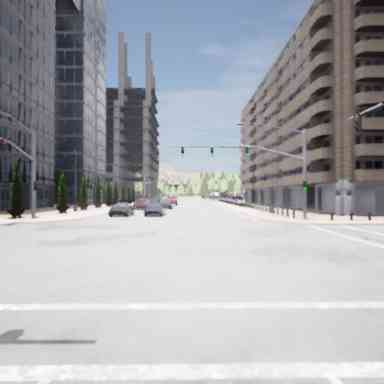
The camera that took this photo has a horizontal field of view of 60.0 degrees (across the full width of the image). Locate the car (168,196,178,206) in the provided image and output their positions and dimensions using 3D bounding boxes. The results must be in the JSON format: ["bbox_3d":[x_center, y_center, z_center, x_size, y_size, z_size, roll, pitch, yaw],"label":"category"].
[{"bbox_3d":[-3.955,1.738,66.955,2.150,2.045,5.566,0,0,0],"label":"car"}]

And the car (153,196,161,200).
[{"bbox_3d":[-7.423,2.040,63.727,2.033,1.411,5.357,0,0,0],"label":"car"}]

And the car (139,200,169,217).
[{"bbox_3d":[-3.826,1.815,34.520,2.033,1.411,5.357,0,0,0],"label":"car"}]

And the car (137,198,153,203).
[{"bbox_3d":[-7.421,1.735,49.417,2.097,1.767,4.553,0,0,0],"label":"car"}]

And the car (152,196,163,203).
[{"bbox_3d":[-7.480,1.672,72.133,1.837,1.490,4.892,0,0,0],"label":"car"}]

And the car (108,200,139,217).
[{"bbox_3d":[-7.225,1.814,34.433,2.033,1.411,5.357,0,0,0],"label":"car"}]

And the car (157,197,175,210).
[{"bbox_3d":[-3.927,1.915,50.371,1.812,1.442,4.674,0,0,0],"label":"car"}]
